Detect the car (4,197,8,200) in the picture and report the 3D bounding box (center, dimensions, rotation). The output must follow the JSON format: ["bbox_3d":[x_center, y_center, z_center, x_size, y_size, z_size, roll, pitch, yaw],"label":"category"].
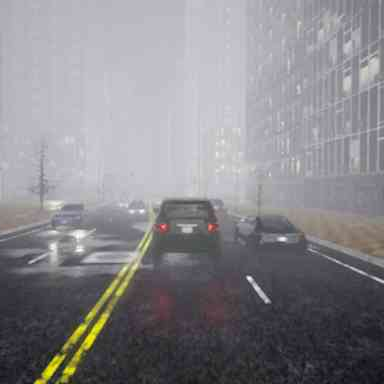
[{"bbox_3d":[-41.751,1.138,70.948,4.313,1.339,1.947,0,1,-6],"label":"car"}]

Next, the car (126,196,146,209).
[{"bbox_3d":[-6.825,1.458,41.638,1.994,1.385,4.181,0,0,-7],"label":"car"}]

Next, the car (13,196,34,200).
[{"bbox_3d":[-36.097,1.204,71.526,4.206,1.307,1.802,0,1,-6],"label":"car"}]

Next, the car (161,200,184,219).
[{"bbox_3d":[-1.801,1.454,29.433,1.812,1.442,4.674,0,0,-7],"label":"car"}]

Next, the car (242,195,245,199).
[{"bbox_3d":[12.677,1.403,85.710,4.829,1.417,1.752,0,1,-7],"label":"car"}]

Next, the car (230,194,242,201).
[{"bbox_3d":[8.211,1.306,76.756,5.009,1.841,2.192,0,1,-7],"label":"car"}]

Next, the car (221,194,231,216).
[{"bbox_3d":[1.589,1.283,28.333,2.097,1.767,4.553,0,0,-7],"label":"car"}]

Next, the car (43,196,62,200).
[{"bbox_3d":[-30.445,1.236,72.144,4.313,1.339,1.947,0,1,-6],"label":"car"}]

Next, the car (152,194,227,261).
[{"bbox_3d":[-0.269,1.192,12.299,2.150,2.045,5.566,0,0,-3],"label":"car"}]

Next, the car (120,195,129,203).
[{"bbox_3d":[-13.212,1.319,65.652,2.128,1.511,4.902,0,0,-8],"label":"car"}]

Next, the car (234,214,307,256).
[{"bbox_3d":[2.917,1.537,13.123,1.994,1.385,4.181,0,0,-3],"label":"car"}]

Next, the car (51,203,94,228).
[{"bbox_3d":[-7.655,1.472,21.719,1.812,1.442,4.674,0,0,-5],"label":"car"}]
